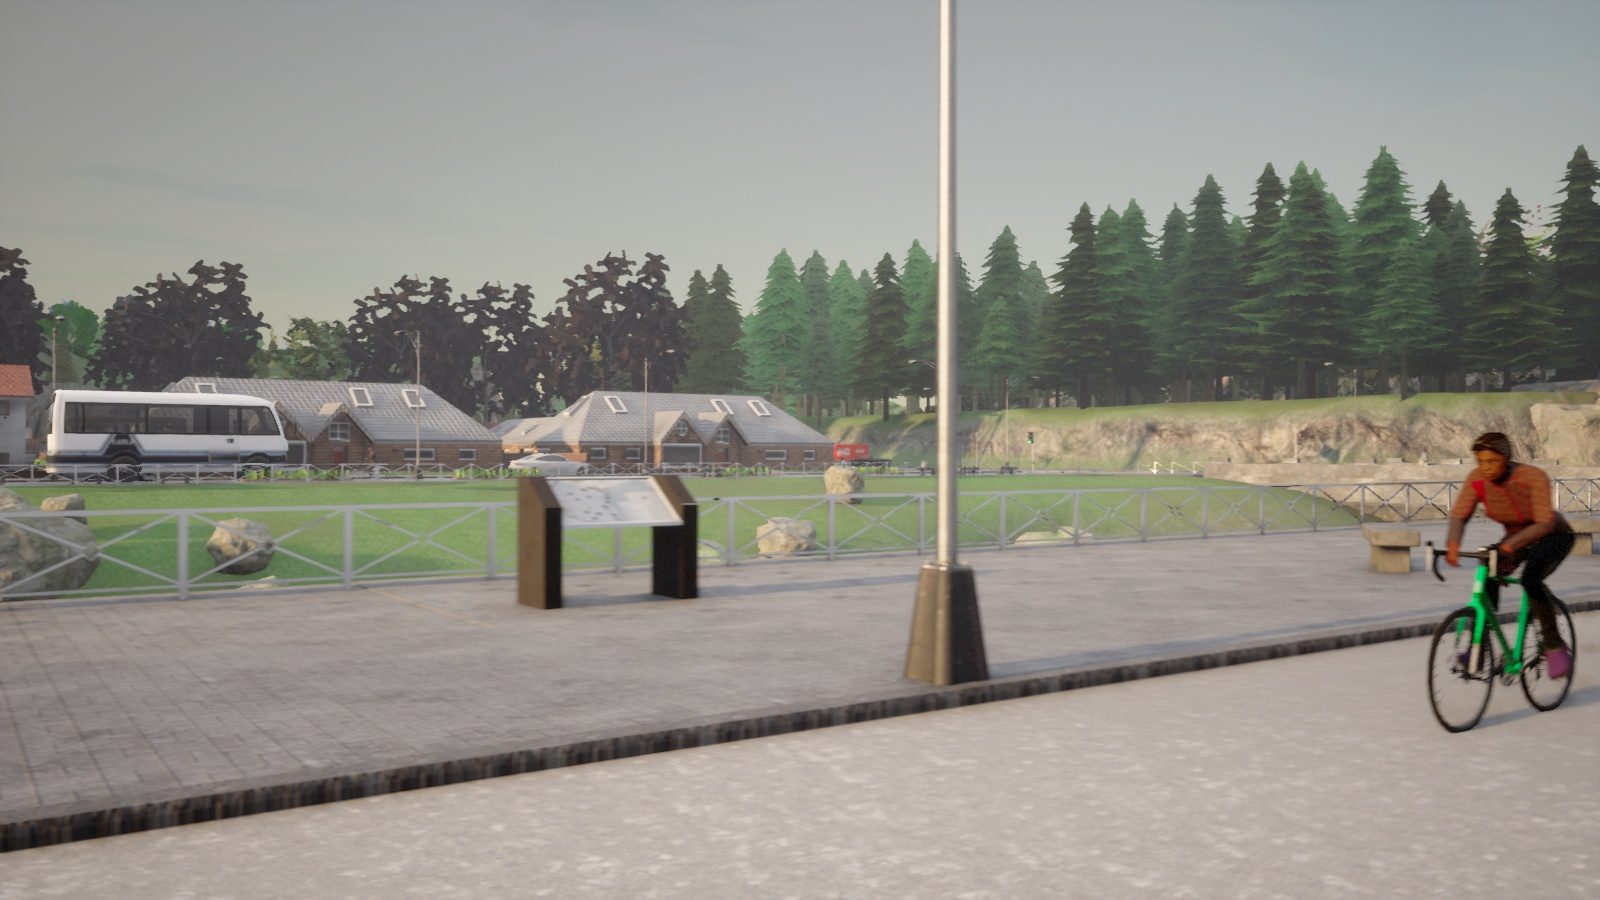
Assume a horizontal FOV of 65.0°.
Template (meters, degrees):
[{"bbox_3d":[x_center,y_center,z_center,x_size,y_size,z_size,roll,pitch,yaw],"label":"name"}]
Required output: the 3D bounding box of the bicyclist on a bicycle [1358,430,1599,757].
[{"bbox_3d":[3.827,0.707,6.931,1.656,1.620,0.582,0,0,-35],"label":"bicyclist on a bicycle"}]

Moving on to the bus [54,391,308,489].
[{"bbox_3d":[-29.036,-0.425,59.192,10.273,4.253,3.944,0,0,-35],"label":"bus"}]

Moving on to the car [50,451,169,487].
[{"bbox_3d":[-33.500,0.895,60.958,4.856,1.649,2.033,0,0,-35],"label":"car"}]

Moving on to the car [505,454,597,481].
[{"bbox_3d":[-13.804,0.971,69.787,4.674,1.442,1.812,0,0,-35],"label":"car"}]
